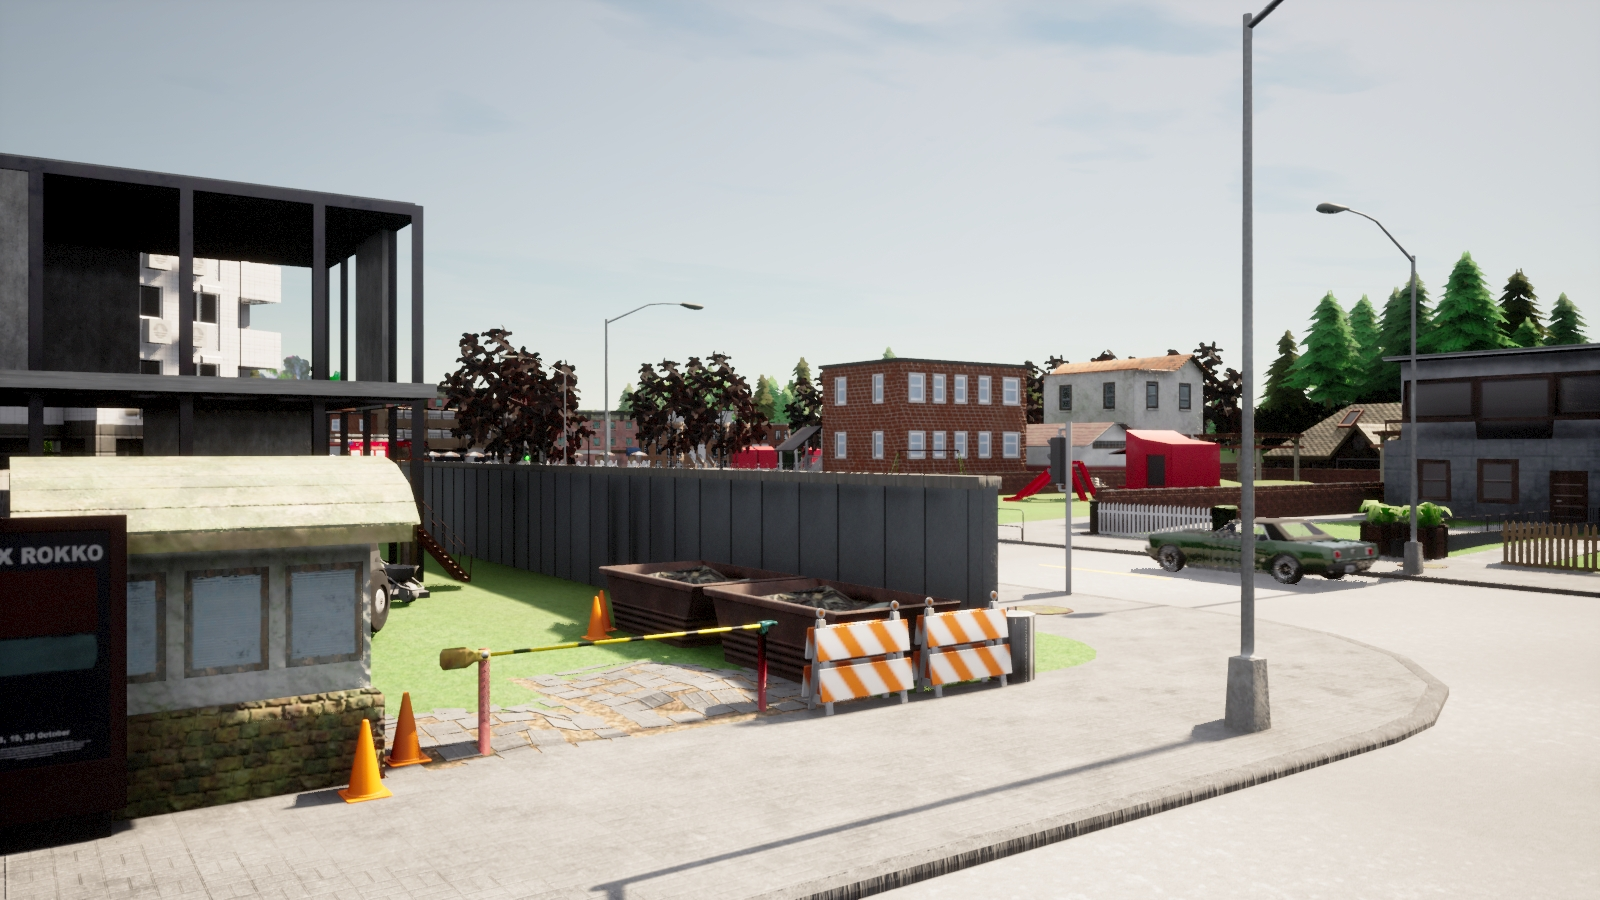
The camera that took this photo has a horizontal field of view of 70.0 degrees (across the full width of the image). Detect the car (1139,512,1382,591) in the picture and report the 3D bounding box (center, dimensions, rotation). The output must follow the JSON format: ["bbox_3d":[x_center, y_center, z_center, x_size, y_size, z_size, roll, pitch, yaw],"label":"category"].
[{"bbox_3d":[10.002,2.146,25.187,1.895,1.301,4.718,0,0,-34],"label":"car"}]
